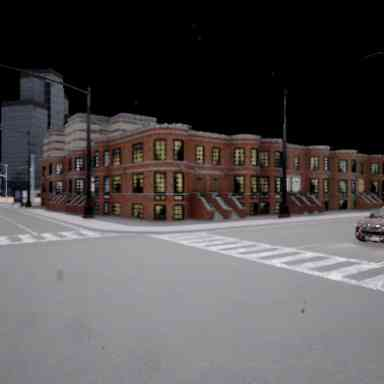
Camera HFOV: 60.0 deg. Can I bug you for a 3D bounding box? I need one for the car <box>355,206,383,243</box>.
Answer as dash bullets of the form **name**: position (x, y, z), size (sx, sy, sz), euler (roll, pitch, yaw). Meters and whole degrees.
- **car**: position (9.353, 1.340, 14.954), size (4.553, 1.767, 2.097), euler (0, 0, -35)
